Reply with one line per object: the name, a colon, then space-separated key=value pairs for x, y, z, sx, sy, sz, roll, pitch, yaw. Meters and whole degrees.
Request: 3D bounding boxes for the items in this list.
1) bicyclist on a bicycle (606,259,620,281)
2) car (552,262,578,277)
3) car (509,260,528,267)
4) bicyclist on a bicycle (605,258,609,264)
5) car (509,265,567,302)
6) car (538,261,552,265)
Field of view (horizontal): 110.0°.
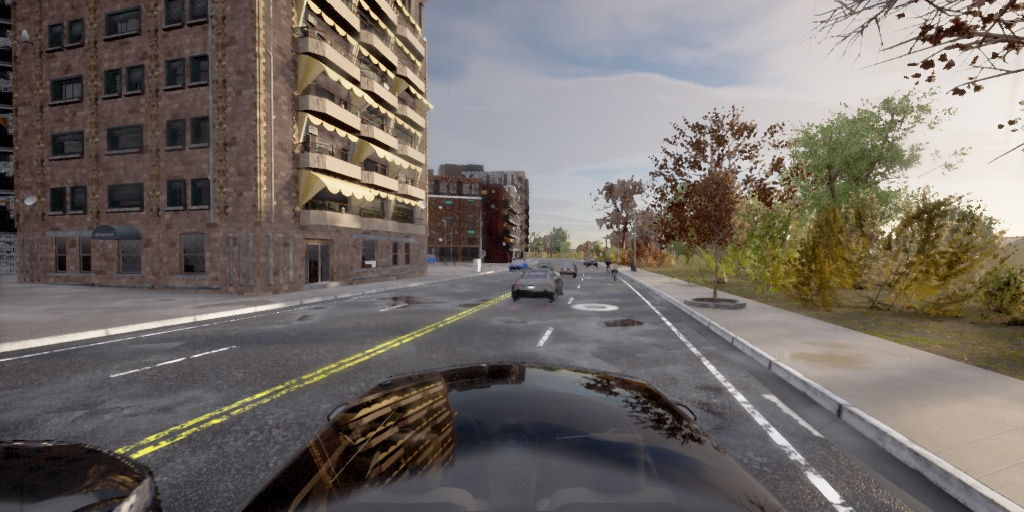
bicyclist on a bicycle: x=8.093 y=1.178 z=28.261 sx=0.866 sy=1.612 sz=1.509 roll=0 pitch=0 yaw=12
car: x=5.361 y=1.289 z=34.774 sx=2.033 sy=1.411 sz=5.357 roll=0 pitch=0 yaw=12
car: x=0.906 y=1.218 z=46.125 sx=1.882 sy=1.535 sz=5.008 roll=0 pitch=0 yaw=12
bicyclist on a bicycle: x=10.128 y=1.108 z=37.774 sx=0.659 sy=1.776 sz=1.843 roll=0 pitch=0 yaw=12
car: x=1.314 y=1.310 z=17.182 sx=1.994 sy=1.385 sz=4.181 roll=0 pitch=0 yaw=14
car: x=4.447 y=1.301 z=47.276 sx=1.994 sy=1.385 sz=4.181 roll=0 pitch=0 yaw=12
